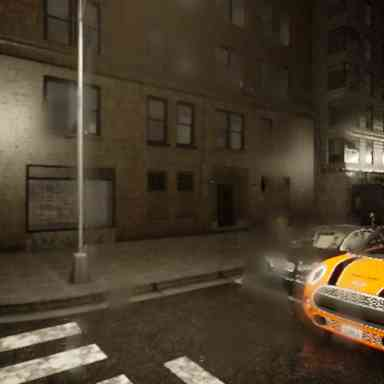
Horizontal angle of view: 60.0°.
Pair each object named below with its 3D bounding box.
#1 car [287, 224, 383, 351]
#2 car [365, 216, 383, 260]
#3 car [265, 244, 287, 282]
[{"bbox_3d":[4.069,1.370,5.956,4.553,1.767,2.097,0,0,-35],"label":"car"},{"bbox_3d":[8.462,1.586,12.193,4.507,1.381,1.887,0,0,-35],"label":"car"},{"bbox_3d":[3.829,1.580,8.904,4.403,1.369,2.008,0,0,-35],"label":"car"}]
